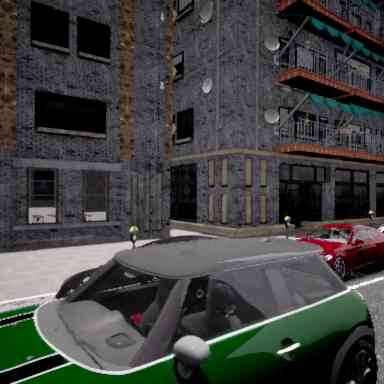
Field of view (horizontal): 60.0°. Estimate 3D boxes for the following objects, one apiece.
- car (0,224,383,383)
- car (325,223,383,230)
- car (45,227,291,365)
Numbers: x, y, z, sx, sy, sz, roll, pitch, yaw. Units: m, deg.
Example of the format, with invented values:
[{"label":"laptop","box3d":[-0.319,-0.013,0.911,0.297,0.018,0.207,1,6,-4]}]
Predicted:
[{"label":"car","box3d":[-0.219,1.352,3.227,4.553,1.767,2.097,0,0,-36]},{"label":"car","box3d":[4.316,1.585,9.675,4.206,1.307,1.802,0,0,-36]},{"label":"car","box3d":[-0.280,1.566,6.368,4.313,1.339,1.947,0,0,-36]}]
